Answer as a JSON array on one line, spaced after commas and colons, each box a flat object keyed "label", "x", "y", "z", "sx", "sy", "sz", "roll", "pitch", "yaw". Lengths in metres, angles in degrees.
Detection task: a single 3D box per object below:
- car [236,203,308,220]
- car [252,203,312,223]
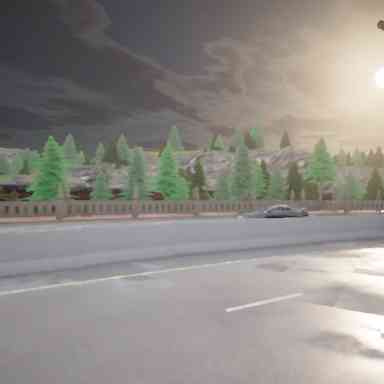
[{"label": "car", "x": 5.321, "y": 1.602, "z": 22.711, "sx": 4.902, "sy": 1.511, "sz": 2.128, "roll": 0, "pitch": 0, "yaw": -24}, {"label": "car", "x": 7.444, "y": 1.673, "z": 27.469, "sx": 4.674, "sy": 1.442, "sz": 1.812, "roll": 0, "pitch": 0, "yaw": -23}]
